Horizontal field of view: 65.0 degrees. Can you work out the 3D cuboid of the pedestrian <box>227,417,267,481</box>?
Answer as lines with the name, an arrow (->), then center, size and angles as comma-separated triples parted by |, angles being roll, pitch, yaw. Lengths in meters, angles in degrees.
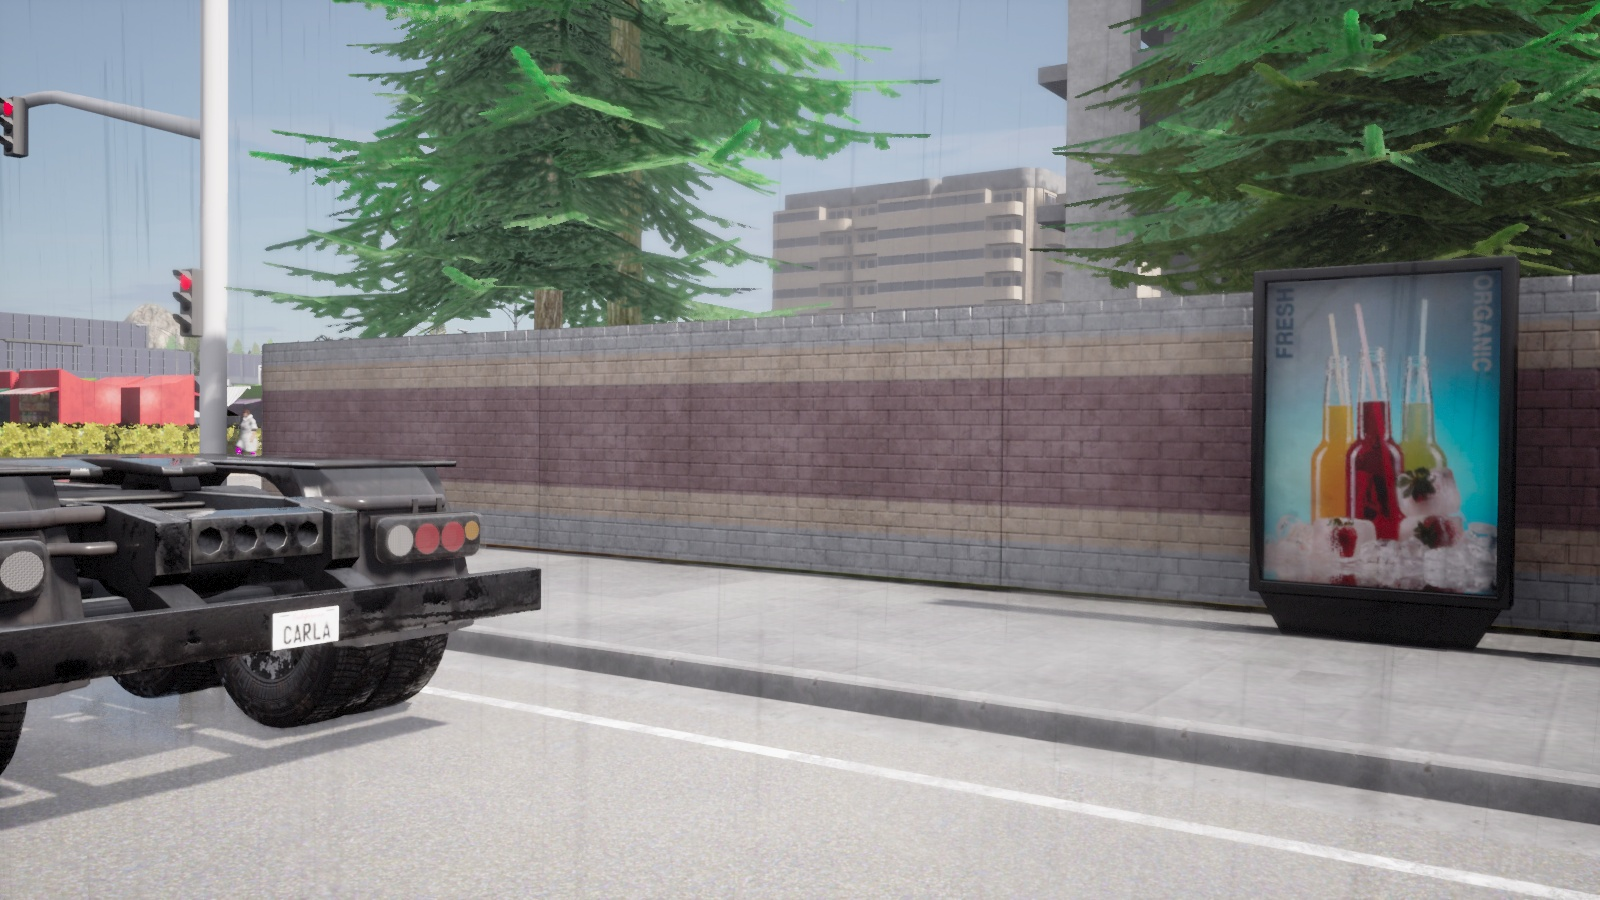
pedestrian -> -17.081, -0.045, 38.793 | 0.659, 1.952, 0.873 | 0, 1, 33

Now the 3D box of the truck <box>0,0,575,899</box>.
truck -> -5.216, -0.300, 7.067 | 7.936, 3.462, 2.891 | 0, 1, 34
